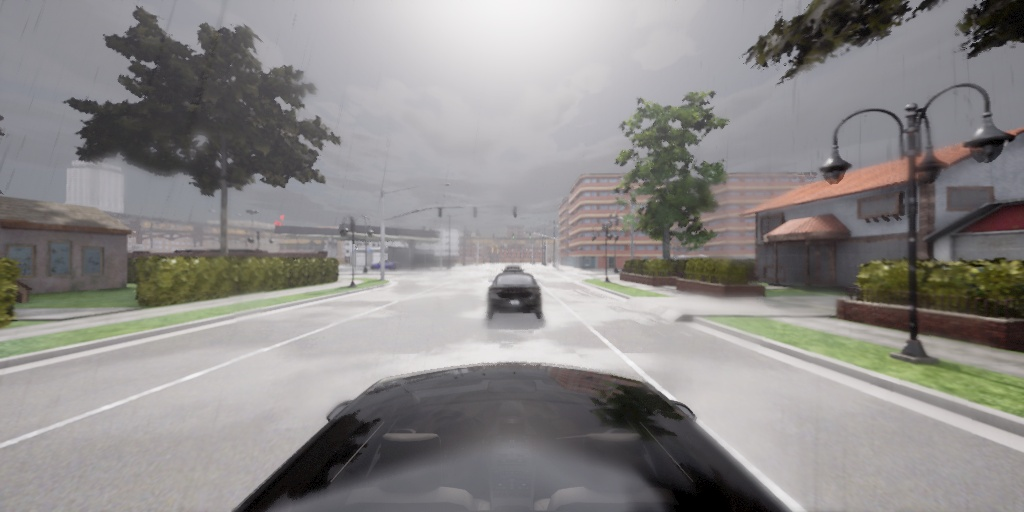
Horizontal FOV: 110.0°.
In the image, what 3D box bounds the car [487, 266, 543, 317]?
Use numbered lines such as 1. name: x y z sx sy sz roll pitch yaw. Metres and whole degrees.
1. car: 0.099 1.340 13.760 1.882 1.535 5.008 0 0 0
